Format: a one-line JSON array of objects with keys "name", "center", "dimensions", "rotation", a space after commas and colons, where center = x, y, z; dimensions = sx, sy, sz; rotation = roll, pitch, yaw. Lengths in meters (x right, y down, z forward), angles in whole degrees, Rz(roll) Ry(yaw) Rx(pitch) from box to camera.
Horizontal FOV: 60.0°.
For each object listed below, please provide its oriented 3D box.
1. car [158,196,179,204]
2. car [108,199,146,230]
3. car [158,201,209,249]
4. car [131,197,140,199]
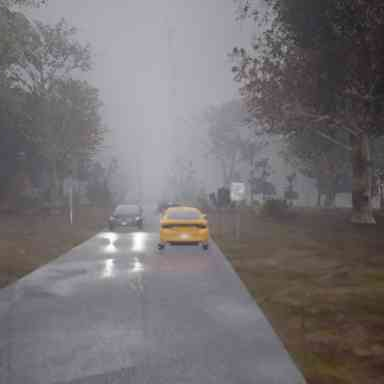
[{"name": "car", "center": [-2.421, 1.187, 34.595], "dimensions": [2.097, 1.767, 4.553], "rotation": [0, 0, -8]}, {"name": "car", "center": [-3.744, 1.369, 19.752], "dimensions": [1.812, 1.442, 4.674], "rotation": [0, 0, -5]}, {"name": "car", "center": [-0.402, 1.375, 14.097], "dimensions": [1.882, 1.535, 5.008], "rotation": [0, 0, -3]}, {"name": "car", "center": [-10.050, 1.526, 59.509], "dimensions": [2.033, 1.411, 5.357], "rotation": [1, -1, -13]}]
